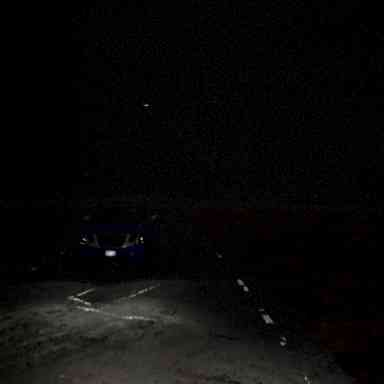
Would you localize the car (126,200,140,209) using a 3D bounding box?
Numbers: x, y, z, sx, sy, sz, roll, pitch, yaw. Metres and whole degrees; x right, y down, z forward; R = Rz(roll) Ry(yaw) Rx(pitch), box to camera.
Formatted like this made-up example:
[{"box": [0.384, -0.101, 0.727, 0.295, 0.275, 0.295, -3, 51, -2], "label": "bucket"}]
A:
[{"box": [-10.178, 2.165, 57.840, 1.837, 1.490, 4.892, -1, -1, -3], "label": "car"}]

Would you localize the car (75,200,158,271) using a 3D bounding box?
[{"box": [-2.413, 1.335, 11.755, 2.150, 2.045, 5.566, 0, -1, -4], "label": "car"}]
